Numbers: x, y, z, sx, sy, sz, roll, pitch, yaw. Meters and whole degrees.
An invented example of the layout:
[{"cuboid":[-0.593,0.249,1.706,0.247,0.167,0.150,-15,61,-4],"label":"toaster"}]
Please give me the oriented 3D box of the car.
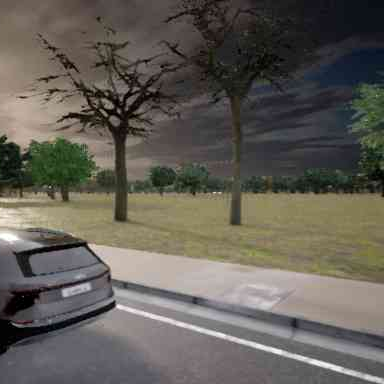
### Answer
[{"cuboid":[-3.465,1.464,6.033,4.856,1.649,2.033,0,0,35],"label":"car"}]
